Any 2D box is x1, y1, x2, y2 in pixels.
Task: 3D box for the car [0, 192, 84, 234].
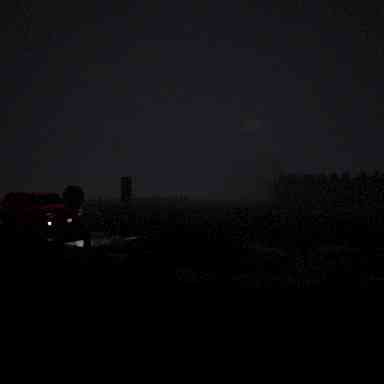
[{"bbox_3d":[-8.272,1.033,18.084,5.566,2.045,2.150,0,1,36],"label":"car"}]
